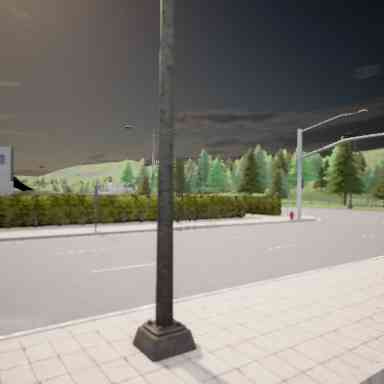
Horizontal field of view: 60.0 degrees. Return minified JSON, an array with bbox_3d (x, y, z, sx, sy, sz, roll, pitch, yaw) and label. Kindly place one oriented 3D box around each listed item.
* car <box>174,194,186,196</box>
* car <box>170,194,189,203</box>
[{"bbox_3d":[-3.530,1.655,72.744,2.150,2.045,5.566,1,0,-35],"label":"car"},{"bbox_3d":[-3.220,1.574,84.612,2.150,2.045,5.566,1,0,-35],"label":"car"}]
